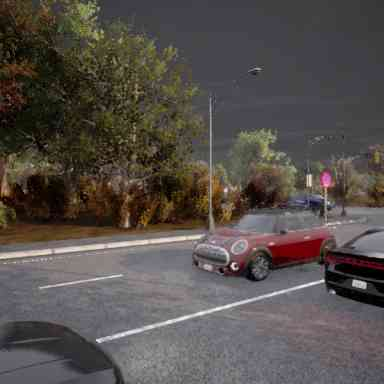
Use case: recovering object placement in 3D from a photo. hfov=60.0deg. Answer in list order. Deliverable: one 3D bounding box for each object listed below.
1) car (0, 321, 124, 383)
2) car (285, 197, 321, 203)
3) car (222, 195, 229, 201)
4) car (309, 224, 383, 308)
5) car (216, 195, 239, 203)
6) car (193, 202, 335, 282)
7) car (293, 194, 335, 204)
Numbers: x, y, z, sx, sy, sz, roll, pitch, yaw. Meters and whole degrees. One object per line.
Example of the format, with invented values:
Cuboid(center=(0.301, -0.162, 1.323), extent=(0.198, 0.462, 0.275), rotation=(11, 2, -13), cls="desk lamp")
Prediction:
Cuboid(center=(-2.749, 1.505, 1.776), extent=(4.892, 1.490, 1.837), rotation=(0, 0, -36), cls="car")
Cuboid(center=(12.038, 1.564, 38.165), extent=(1.994, 1.385, 4.181), rotation=(0, 0, -32), cls="car")
Cuboid(center=(3.705, 1.520, 57.819), extent=(1.895, 1.301, 4.718), rotation=(0, 1, -32), cls="car")
Cuboid(center=(4.965, 1.478, 7.315), extent=(5.008, 1.535, 1.882), rotation=(0, 0, -36), cls="car")
Cuboid(center=(7.030, 1.361, 65.977), extent=(1.837, 1.490, 4.892), rotation=(0, 0, -33), cls="car")
Cuboid(center=(2.232, 1.352, 9.908), extent=(4.553, 1.767, 2.097), rotation=(0, 0, -36), cls="car")
Cuboid(center=(14.638, 1.221, 40.637), extent=(2.150, 2.045, 5.566), rotation=(0, 0, -31), cls="car")
